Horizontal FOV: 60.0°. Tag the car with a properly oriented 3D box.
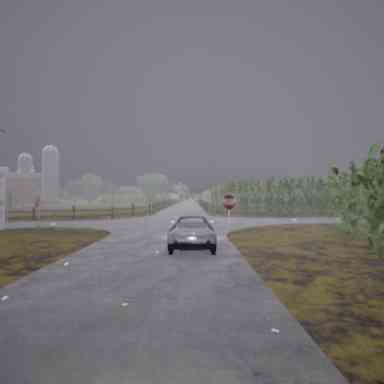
[{"bbox_3d":[0.016,1.715,14.314,1.994,1.385,4.181,0,-1,0],"label":"car"}]
